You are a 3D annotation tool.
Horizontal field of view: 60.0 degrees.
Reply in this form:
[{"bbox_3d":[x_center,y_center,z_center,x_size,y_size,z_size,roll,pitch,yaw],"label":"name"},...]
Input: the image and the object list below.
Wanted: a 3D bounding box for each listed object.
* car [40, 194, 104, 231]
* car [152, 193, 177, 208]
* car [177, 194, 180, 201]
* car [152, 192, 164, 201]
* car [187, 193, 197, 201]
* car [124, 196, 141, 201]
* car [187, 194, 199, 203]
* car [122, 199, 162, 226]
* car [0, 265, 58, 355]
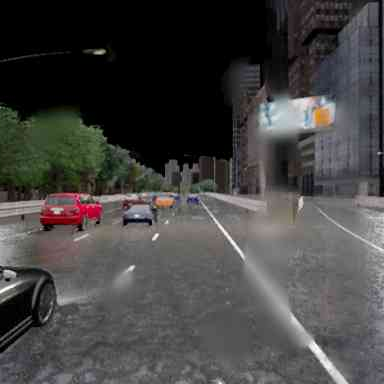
[{"bbox_3d":[-6.901,1.113,19.677,2.150,2.045,5.566,0,0,0],"label":"car"},{"bbox_3d":[-3.401,1.081,42.061,2.097,1.767,4.553,0,0,0],"label":"car"},{"bbox_3d":[-3.503,1.015,68.765,1.882,1.535,5.008,0,0,0],"label":"car"},{"bbox_3d":[-7.003,0.893,68.733,2.097,1.767,4.553,0,0,0],"label":"car"},{"bbox_3d":[-0.003,1.057,69.196,2.128,1.511,4.902,0,0,0],"label":"car"},{"bbox_3d":[-6.905,1.225,39.654,1.882,1.535,5.008,0,0,0],"label":"car"},{"bbox_3d":[0.106,1.094,57.251,1.882,1.535,5.008,0,1,0],"label":"car"},{"bbox_3d":[-3.401,1.436,22.585,1.994,1.385,4.181,0,0,0],"label":"car"},{"bbox_3d":[-3.401,1.543,4.283,1.994,1.385,4.181,0,0,0],"label":"car"}]
